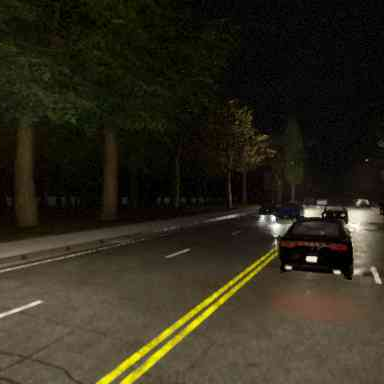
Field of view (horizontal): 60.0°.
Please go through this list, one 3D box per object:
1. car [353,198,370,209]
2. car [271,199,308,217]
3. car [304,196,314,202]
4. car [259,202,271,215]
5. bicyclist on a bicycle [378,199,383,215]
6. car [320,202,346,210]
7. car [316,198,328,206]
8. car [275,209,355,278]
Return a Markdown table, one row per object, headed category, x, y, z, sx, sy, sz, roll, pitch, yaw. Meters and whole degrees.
| category | x | y | z | sx | sy | sz | roll | pitch | yaw |
| --- | --- | --- | --- | --- | --- | --- | --- | --- | --- |
| car | 27.085 | 1.918 | 52.766 | 1.812 | 1.442 | 4.674 | 0 | 0 | 25 |
| car | 8.296 | 1.645 | 28.044 | 1.882 | 1.535 | 5.008 | 0 | 0 | 25 |
| car | 26.224 | 1.691 | 74.423 | 2.097 | 1.767 | 4.553 | 0 | -1 | 25 |
| car | 8.729 | 1.784 | 36.741 | 1.994 | 1.385 | 4.181 | 0 | 0 | 25 |
| bicyclist on a bicycle | 18.964 | 1.599 | 33.288 | 0.659 | 1.776 | 1.843 | 0 | 0 | 25 |
| car | 11.603 | 1.771 | 26.980 | 1.895 | 1.301 | 4.718 | 0 | 0 | 25 |
| car | 25.391 | 1.986 | 64.861 | 1.812 | 1.442 | 4.674 | 0 | -1 | 25 |
| car | 4.028 | 1.538 | 10.563 | 1.882 | 1.535 | 5.008 | 0 | 0 | 25 |
